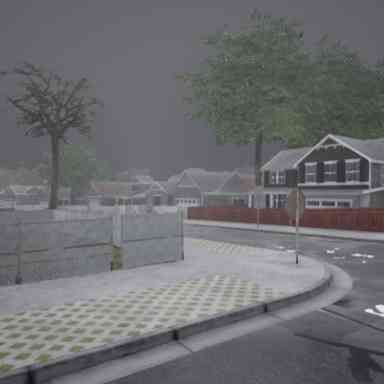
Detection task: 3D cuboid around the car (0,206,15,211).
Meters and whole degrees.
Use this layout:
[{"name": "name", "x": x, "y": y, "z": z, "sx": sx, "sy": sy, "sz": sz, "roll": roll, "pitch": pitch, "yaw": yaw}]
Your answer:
[{"name": "car", "x": -41.337, "y": 3.873, "z": 74.459, "sx": 5.008, "sy": 1.535, "sz": 1.882, "roll": -2, "pitch": -2, "yaw": 40}]

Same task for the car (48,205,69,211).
[{"name": "car", "x": -18.776, "y": 2.657, "z": 46.736, "sx": 2.097, "sy": 1.767, "sz": 4.553, "roll": 1, "pitch": -2, "yaw": -38}]
